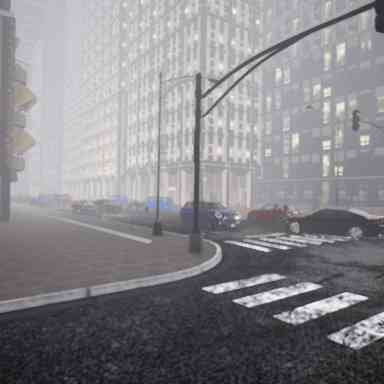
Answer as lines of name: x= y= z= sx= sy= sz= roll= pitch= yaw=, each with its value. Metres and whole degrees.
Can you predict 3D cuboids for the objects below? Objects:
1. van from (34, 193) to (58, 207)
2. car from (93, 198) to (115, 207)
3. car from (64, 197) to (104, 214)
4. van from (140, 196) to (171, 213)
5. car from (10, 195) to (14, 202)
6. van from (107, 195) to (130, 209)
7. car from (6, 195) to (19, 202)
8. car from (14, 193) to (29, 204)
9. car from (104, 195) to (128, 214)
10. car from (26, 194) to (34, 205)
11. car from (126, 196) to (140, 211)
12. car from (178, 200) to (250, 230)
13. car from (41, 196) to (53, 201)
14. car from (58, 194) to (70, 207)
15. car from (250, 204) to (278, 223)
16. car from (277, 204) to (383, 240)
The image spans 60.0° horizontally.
van: x=-20.569 y=1.213 z=46.812 sx=1.690 sy=1.788 sz=3.998 roll=2 pitch=-1 yaw=-35
car: x=-13.743 y=1.616 z=51.661 sx=1.947 sy=1.339 sz=4.313 roll=2 pitch=-1 yaw=-35
car: x=-10.759 y=1.443 z=32.995 sx=2.008 sy=1.369 sz=4.403 roll=2 pitch=-1 yaw=-35
van: x=-3.925 y=1.412 z=37.849 sx=1.690 sy=1.788 sz=3.998 roll=2 pitch=-1 yaw=-35
car: x=-36.930 y=1.412 z=69.833 sx=1.947 sy=1.339 sz=4.313 roll=2 pitch=-1 yaw=-35
van: x=-10.467 y=1.397 z=47.060 sx=1.690 sy=1.788 sz=3.998 roll=2 pitch=-1 yaw=-35
car: x=-40.201 y=1.393 z=74.438 sx=2.008 sy=1.369 sz=4.403 roll=2 pitch=-1 yaw=-35
car: x=-30.383 y=1.170 z=60.626 sx=2.192 sy=1.841 sz=5.009 roll=2 pitch=-1 yaw=-35
car: x=-8.921 y=1.424 z=34.889 sx=1.882 sy=1.535 sz=5.008 roll=1 pitch=-1 yaw=-35
car: x=-23.845 y=1.448 z=51.414 sx=1.802 sy=1.307 sz=4.206 roll=2 pitch=-1 yaw=-35
car: x=-7.200 y=1.614 z=42.452 sx=2.008 sy=1.369 sz=4.403 roll=2 pitch=-1 yaw=-35
car: x=1.070 y=1.324 z=20.789 sx=2.097 sy=1.767 sz=4.553 roll=1 pitch=-1 yaw=-35
car: x=-36.643 y=1.599 z=83.895 sx=1.802 sy=1.307 sz=4.206 roll=2 pitch=-1 yaw=-35
car: x=-19.420 y=1.254 z=49.838 sx=2.150 sy=2.045 sz=5.566 roll=1 pitch=-1 yaw=-35
car: x=5.888 y=1.535 z=24.034 sx=1.967 sy=1.590 sz=4.097 roll=2 pitch=-1 yaw=-35
car: x=7.300 y=1.536 z=17.313 sx=5.008 sy=1.535 sz=1.882 roll=0 pitch=2 yaw=43
